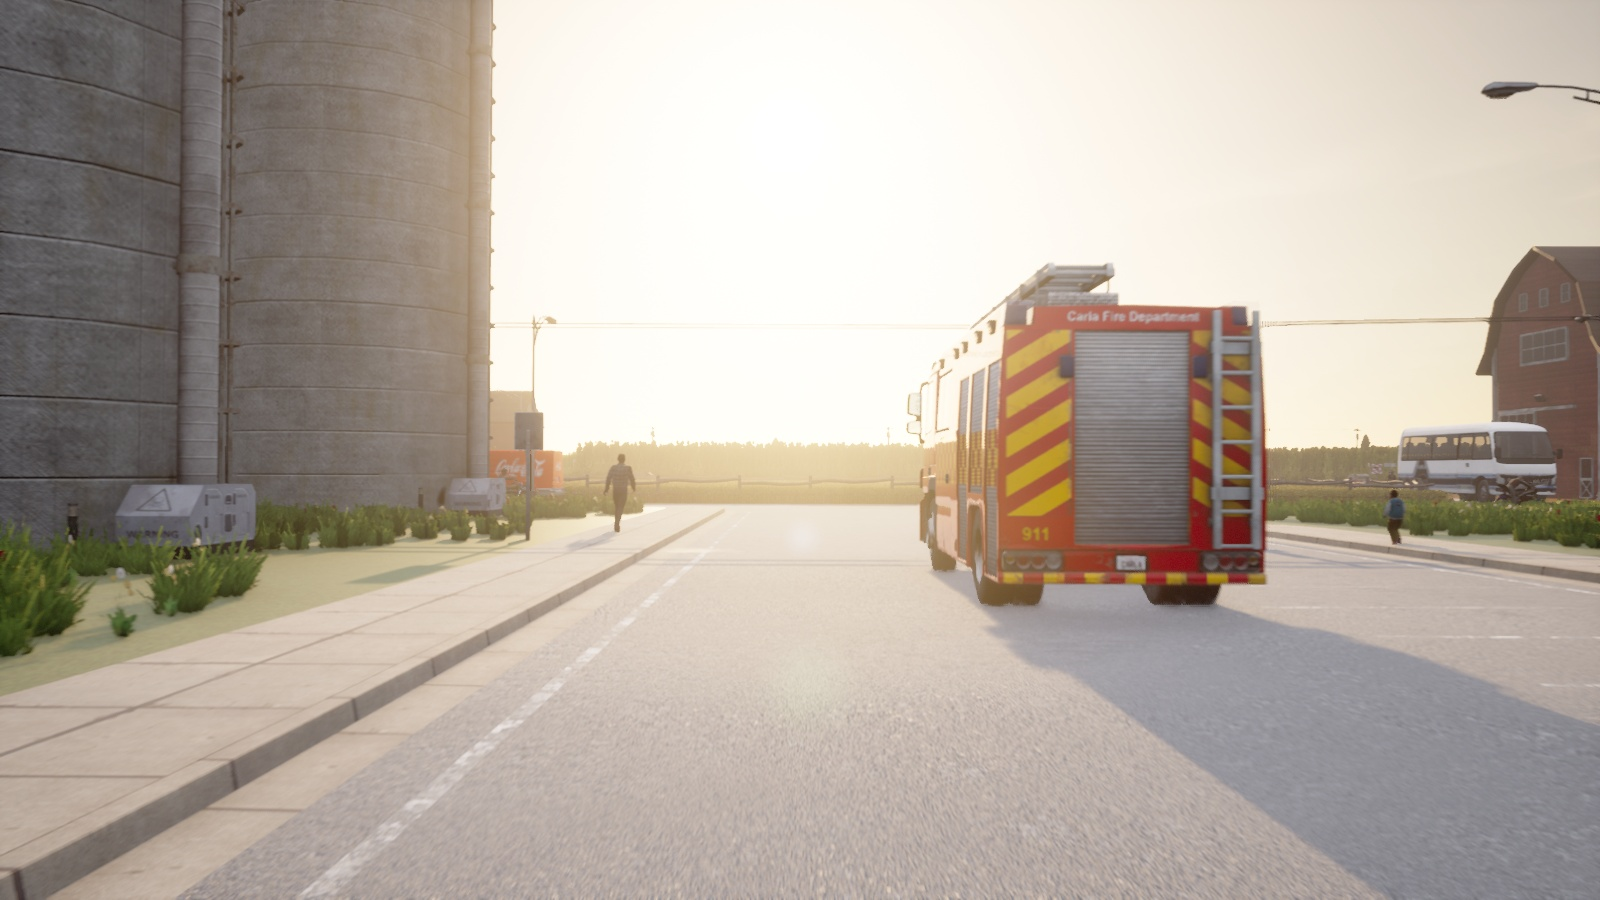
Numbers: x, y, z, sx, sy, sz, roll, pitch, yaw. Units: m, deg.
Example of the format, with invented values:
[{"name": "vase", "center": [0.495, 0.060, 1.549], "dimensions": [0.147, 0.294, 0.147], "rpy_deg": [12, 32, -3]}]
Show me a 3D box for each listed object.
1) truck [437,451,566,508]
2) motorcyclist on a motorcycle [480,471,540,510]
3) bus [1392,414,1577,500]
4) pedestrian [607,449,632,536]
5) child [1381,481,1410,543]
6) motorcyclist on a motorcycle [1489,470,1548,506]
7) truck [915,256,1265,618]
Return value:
[{"name": "truck", "center": [-13.514, 1.333, 57.058], "dimensions": [5.204, 2.467, 2.627], "rpy_deg": [-1, -1, 1]}, {"name": "motorcyclist on a motorcycle", "center": [-12.352, 1.711, 53.536], "dimensions": [2.350, 1.649, 0.766], "rpy_deg": [0, -1, 1]}, {"name": "bus", "center": [36.276, 0.418, 67.228], "dimensions": [3.944, 4.253, 10.273], "rpy_deg": [0, -1, -2]}, {"name": "pedestrian", "center": [-4.127, 0.968, 28.772], "dimensions": [0.423, 1.949, 0.788], "rpy_deg": [0, -1, 3]}, {"name": "child", "center": [11.765, 1.218, 24.805], "dimensions": [0.343, 1.192, 0.448], "rpy_deg": [0, -1, -1]}, {"name": "motorcyclist on a motorcycle", "center": [30.709, 1.615, 53.675], "dimensions": [2.191, 1.530, 0.866], "rpy_deg": [0, -1, -13]}, {"name": "truck", "center": [3.454, -0.070, 17.538], "dimensions": [2.891, 3.827, 8.468], "rpy_deg": [0, -1, 0]}]
